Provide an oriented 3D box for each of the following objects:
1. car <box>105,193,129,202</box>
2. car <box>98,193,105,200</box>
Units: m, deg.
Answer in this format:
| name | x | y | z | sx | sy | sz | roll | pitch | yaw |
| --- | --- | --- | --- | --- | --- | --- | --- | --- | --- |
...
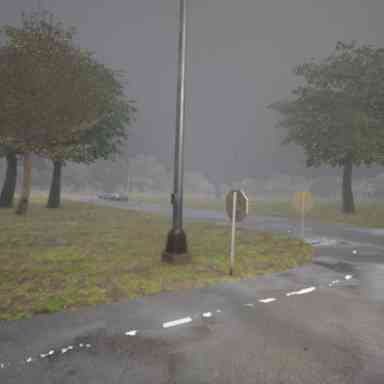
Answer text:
| name | x | y | z | sx | sy | sz | roll | pitch | yaw |
| --- | --- | --- | --- | --- | --- | --- | --- | --- | --- |
| car | -12.453 | 0.938 | 56.449 | 2.033 | 1.411 | 5.357 | 2 | 0 | -34 |
| car | -15.881 | 0.796 | 61.600 | 1.994 | 1.385 | 4.181 | 2 | 0 | -33 |
